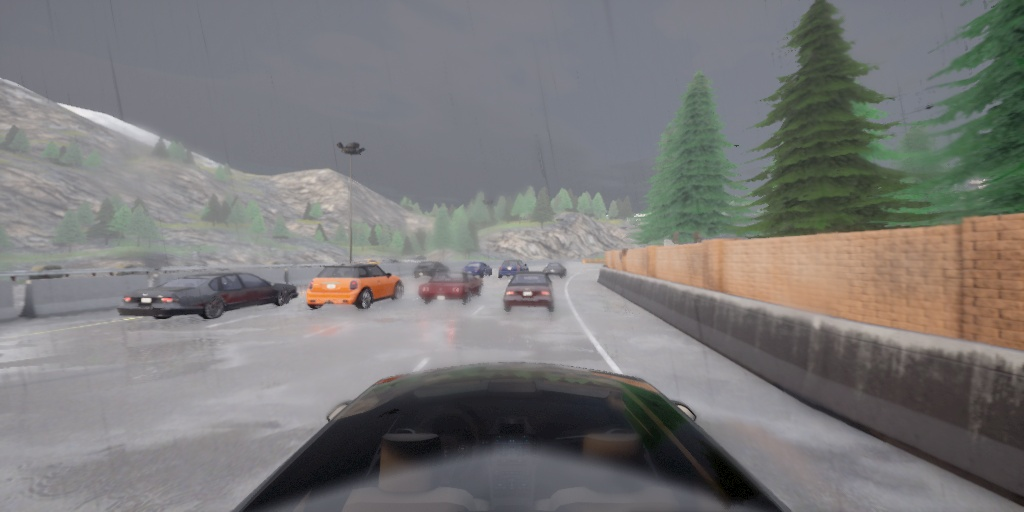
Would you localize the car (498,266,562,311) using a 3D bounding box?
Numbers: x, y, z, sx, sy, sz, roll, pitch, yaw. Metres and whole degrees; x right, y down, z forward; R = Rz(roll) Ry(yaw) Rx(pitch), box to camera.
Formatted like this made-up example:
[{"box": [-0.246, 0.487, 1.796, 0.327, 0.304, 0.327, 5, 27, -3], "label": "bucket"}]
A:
[{"box": [0.769, 1.302, 14.417, 2.033, 1.411, 5.357, 0, 0, 5], "label": "car"}]

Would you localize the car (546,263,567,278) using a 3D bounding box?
[{"box": [4.190, 1.331, 34.521, 1.994, 1.385, 4.181, 0, 0, 13], "label": "car"}]

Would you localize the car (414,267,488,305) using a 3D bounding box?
[{"box": [-2.544, 1.347, 16.225, 1.895, 1.301, 4.718, 0, 0, 6], "label": "car"}]

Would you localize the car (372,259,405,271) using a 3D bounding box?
[{"box": [-17.149, 1.217, 50.072, 1.837, 1.490, 4.892, 0, 0, 17], "label": "car"}]

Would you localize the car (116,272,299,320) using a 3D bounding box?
[{"box": [-9.928, 1.273, 12.423, 2.033, 1.411, 5.357, 0, 0, 4], "label": "car"}]

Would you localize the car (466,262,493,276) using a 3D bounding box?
[{"box": [-3.199, 1.273, 33.740, 1.812, 1.442, 4.674, 0, 0, 12], "label": "car"}]

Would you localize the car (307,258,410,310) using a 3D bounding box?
[{"box": [-6.173, 1.088, 14.706, 2.097, 1.767, 4.553, 0, 0, 5], "label": "car"}]

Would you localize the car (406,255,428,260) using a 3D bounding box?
[{"box": [-13.596, 0.944, 49.818, 2.150, 2.045, 5.566, 0, 0, 18], "label": "car"}]

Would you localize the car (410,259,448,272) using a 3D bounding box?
[{"box": [-7.090, 1.241, 32.209, 1.837, 1.490, 4.892, 0, 0, 12], "label": "car"}]

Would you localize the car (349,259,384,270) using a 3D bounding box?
[{"box": [-20.549, 1.181, 50.887, 1.882, 1.535, 5.008, 0, 0, 17], "label": "car"}]

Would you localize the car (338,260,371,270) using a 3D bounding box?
[{"box": [-23.427, 1.297, 53.497, 1.895, 1.301, 4.718, 0, 0, 18], "label": "car"}]

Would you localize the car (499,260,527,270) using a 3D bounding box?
[{"box": [0.230, 1.108, 32.952, 2.097, 1.767, 4.553, 0, 0, 12], "label": "car"}]
